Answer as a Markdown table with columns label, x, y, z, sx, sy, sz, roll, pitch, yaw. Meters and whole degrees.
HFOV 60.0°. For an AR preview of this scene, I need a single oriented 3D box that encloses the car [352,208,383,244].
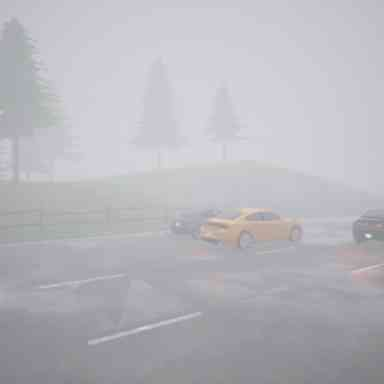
| label | x | y | z | sx | sy | sz | roll | pitch | yaw |
| --- | --- | --- | --- | --- | --- | --- | --- | --- | --- |
| car | 8.839 | 1.457 | 14.351 | 4.892 | 1.490 | 1.837 | 0 | 0 | -35 |

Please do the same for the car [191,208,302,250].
| label | x | y | z | sx | sy | sz | roll | pitch | yaw |
| --- | --- | --- | --- | --- | --- | --- | --- | --- | --- |
| car | 2.665 | 1.446 | 14.256 | 5.008 | 1.535 | 1.882 | -1 | 0 | -35 |

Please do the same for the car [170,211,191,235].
| label | x | y | z | sx | sy | sz | roll | pitch | yaw |
| --- | --- | --- | --- | --- | --- | --- | --- | --- | --- |
| car | 0.927 | 1.532 | 17.301 | 4.181 | 1.385 | 1.994 | 0 | 0 | -35 |
